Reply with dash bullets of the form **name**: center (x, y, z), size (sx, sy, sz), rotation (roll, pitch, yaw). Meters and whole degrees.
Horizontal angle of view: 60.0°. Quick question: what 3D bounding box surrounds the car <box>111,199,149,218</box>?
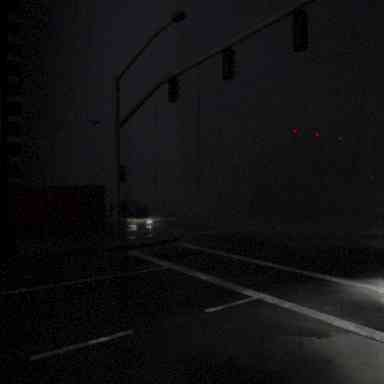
- **car**: center (-5.648, 1.411, 29.966), size (1.882, 1.535, 5.008), rotation (0, 0, -36)
